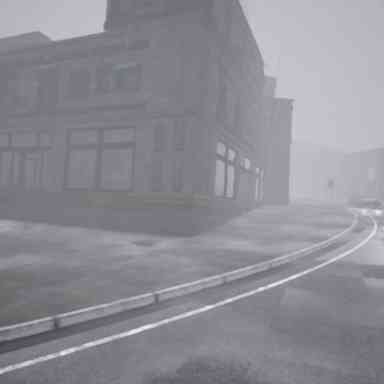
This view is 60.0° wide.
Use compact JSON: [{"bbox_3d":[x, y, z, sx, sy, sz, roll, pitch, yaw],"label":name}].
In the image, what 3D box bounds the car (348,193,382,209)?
[{"bbox_3d":[17.542,0.853,34.027,2.033,1.411,5.357,2,2,10],"label":"car"}]
